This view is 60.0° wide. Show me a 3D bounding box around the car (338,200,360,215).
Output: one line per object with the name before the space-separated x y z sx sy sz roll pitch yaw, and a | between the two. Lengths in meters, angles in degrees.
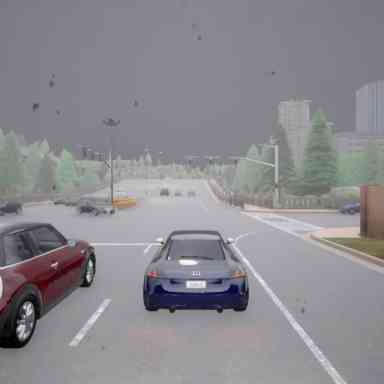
car | 17.097 1.526 33.157 4.674 1.442 1.812 0 0 0

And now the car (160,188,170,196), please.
car | -7.143 -0.093 88.214 2.150 2.045 5.566 0 7 0

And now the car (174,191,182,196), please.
car | -3.642 0.310 87.959 1.895 1.301 4.718 0 7 0

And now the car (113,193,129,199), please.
car | -14.038 1.472 68.200 2.033 1.411 5.357 0 1 0

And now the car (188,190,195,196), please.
car | -0.142 0.242 88.047 2.033 1.411 5.357 0 7 0

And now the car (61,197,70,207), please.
car | -17.584 1.503 50.464 1.837 1.490 4.892 0 0 0

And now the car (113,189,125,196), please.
car | -17.602 0.501 80.445 2.150 2.045 5.566 0 3 0

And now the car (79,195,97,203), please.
car | -21.035 1.475 67.717 2.033 1.411 5.357 0 1 0

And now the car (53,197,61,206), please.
car | -21.076 1.547 55.054 2.033 1.411 5.357 0 0 0

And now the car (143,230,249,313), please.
car | 0.078 1.564 7.739 1.994 1.385 4.181 0 0 0

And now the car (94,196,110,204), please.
car | -17.534 1.578 65.292 1.895 1.301 4.718 0 1 0

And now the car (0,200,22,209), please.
car | -17.593 1.491 30.754 2.128 1.511 4.902 0 0 0

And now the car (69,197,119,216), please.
car | -9.309 1.491 31.730 4.902 1.511 2.128 0 0 44

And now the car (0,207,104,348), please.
car | -3.431 1.352 6.443 2.097 1.767 4.553 0 0 0
